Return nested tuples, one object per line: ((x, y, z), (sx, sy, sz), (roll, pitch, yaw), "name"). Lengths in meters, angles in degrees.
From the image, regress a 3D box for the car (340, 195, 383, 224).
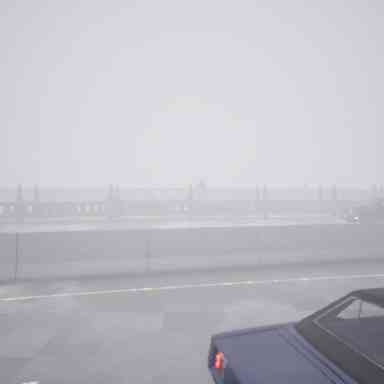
((12.881, 1.216, 22.232), (5.566, 2.045, 2.150), (0, 0, -5), "car")

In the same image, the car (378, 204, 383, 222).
((13.876, 1.542, 18.819), (5.357, 1.411, 2.033), (0, 0, -4), "car")

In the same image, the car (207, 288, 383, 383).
((2.627, 1.600, 2.924), (4.718, 1.301, 1.895), (0, 0, -12), "car")
